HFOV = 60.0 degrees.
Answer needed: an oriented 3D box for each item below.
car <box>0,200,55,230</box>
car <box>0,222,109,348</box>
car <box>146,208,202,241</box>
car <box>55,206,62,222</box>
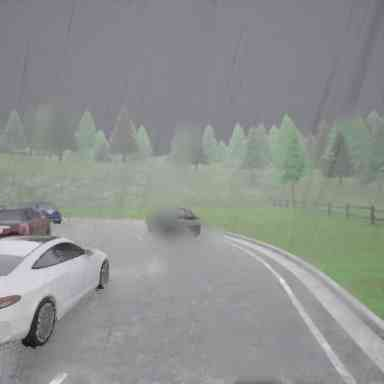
[{"bbox_3d":[-7.264,1.392,13.706,2.097,1.767,4.553,0,0,-14],"label":"car"},{"bbox_3d":[-2.993,1.545,6.231,1.812,1.442,4.674,0,0,3],"label":"car"},{"bbox_3d":[-1.072,1.559,17.400,2.128,1.511,4.902,1,0,-21],"label":"car"},{"bbox_3d":[-11.470,1.424,23.638,4.553,1.767,2.097,0,0,30],"label":"car"}]
